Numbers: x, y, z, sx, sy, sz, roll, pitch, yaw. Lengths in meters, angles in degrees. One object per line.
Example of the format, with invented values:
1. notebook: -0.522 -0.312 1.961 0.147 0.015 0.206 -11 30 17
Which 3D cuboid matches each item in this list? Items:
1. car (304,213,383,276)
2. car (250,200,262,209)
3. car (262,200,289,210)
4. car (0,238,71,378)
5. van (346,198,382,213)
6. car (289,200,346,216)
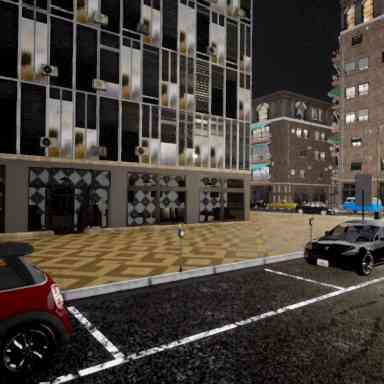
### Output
1. car: 5.358 1.566 10.372 4.313 1.339 1.947 0 1 -35
2. car: 9.587 1.863 51.097 1.947 1.339 4.313 0 -1 -35
3. car: 12.656 1.786 46.680 1.752 1.417 4.829 0 -1 -35
4. car: -3.717 1.440 3.897 4.097 1.590 1.967 0 1 -35
5. van: 19.085 1.523 37.426 1.690 1.788 3.998 0 -1 -35
6. car: 12.199 1.619 32.647 2.008 1.369 4.403 0 -1 -35
